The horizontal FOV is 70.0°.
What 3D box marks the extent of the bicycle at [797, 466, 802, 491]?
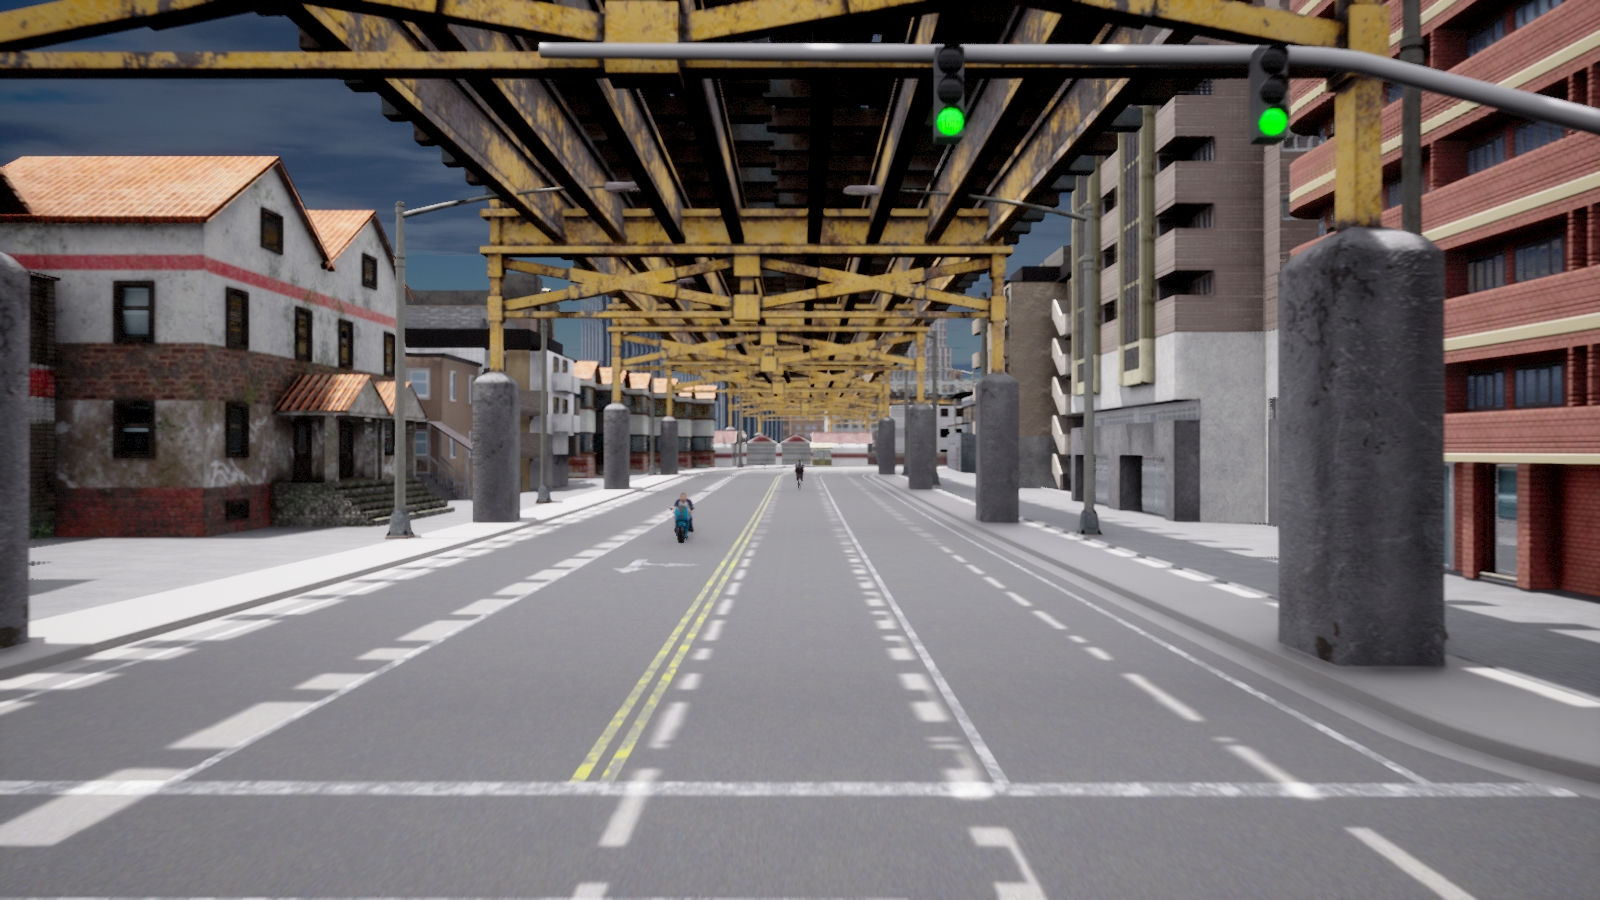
[{"bbox_3d":[-0.037,1.745,71.006,0.329,1.496,1.835,0,1,0],"label":"bicycle"}]
